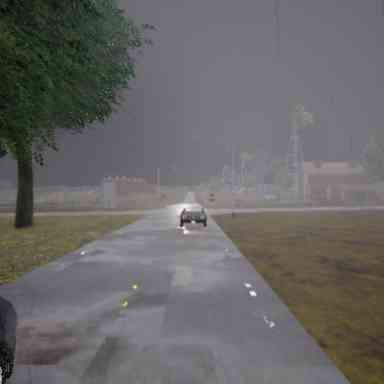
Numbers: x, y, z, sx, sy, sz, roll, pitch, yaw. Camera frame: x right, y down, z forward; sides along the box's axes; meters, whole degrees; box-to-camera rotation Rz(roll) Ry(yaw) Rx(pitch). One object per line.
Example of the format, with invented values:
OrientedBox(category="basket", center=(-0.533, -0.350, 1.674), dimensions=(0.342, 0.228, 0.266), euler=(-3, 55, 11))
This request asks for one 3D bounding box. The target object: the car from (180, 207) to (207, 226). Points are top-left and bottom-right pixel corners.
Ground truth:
OrientedBox(category="car", center=(0.095, 1.756, 24.560), dimensions=(1.895, 1.301, 4.718), euler=(0, 0, 0))

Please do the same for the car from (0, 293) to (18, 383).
OrientedBox(category="car", center=(-2.847, 1.514, 1.770), dimensions=(1.837, 1.490, 4.892), euler=(0, 0, 0))
